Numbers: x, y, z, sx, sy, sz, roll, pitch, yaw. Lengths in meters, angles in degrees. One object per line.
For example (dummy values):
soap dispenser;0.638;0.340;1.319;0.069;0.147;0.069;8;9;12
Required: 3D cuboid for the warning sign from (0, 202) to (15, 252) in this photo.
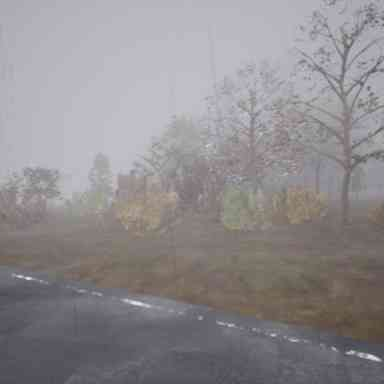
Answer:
warning sign;-7.722;1.324;12.754;1.060;1.860;1.300;-2;0;35
